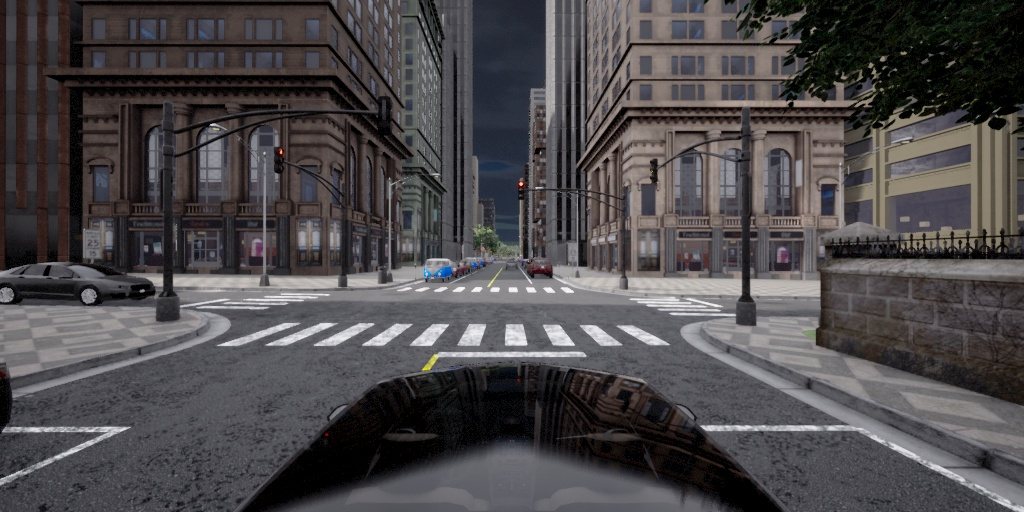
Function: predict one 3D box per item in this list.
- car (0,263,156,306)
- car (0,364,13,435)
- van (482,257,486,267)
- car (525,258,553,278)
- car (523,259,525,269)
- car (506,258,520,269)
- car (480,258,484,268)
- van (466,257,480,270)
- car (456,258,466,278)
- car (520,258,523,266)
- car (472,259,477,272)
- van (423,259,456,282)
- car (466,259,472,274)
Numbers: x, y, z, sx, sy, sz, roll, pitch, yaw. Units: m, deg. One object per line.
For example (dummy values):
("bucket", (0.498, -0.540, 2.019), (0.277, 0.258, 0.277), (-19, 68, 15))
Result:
("car", (-16.515, 1.023, 13.616), (4.892, 1.490, 1.837), (1, 0, -1))
("car", (-5.762, 1.316, 1.691), (1.948, 1.339, 4.313), (0, 0, 0))
("van", (-5.903, 1.151, 60.995), (1.690, 1.789, 3.998), (0, 0, 0))
("car", (2.687, 1.085, 33.818), (2.192, 1.841, 5.009), (0, 0, 0))
("car", (2.674, 1.092, 39.258), (2.192, 1.841, 5.009), (0, 0, 0))
("car", (-0.032, 1.295, 56.628), (2.128, 1.511, 4.902), (0, 0, 0))
("car", (-5.890, 1.347, 55.553), (1.888, 1.381, 4.507), (0, 0, 0))
("van", (-5.877, 1.134, 50.112), (1.690, 1.789, 3.998), (0, 0, 0))
("car", (-5.838, 1.210, 33.789), (1.967, 1.591, 4.097), (0, 0, 0))
("car", (2.635, 1.352, 55.580), (2.007, 1.370, 4.403), (0, 0, 0))
("car", (-5.864, 1.351, 44.670), (1.948, 1.339, 4.313), (0, 0, 0))
("van", (-5.825, 1.105, 28.348), (1.690, 1.789, 3.998), (0, 0, 0))
("car", (-5.851, 1.322, 39.229), (1.888, 1.381, 4.507), (0, 0, 0))
